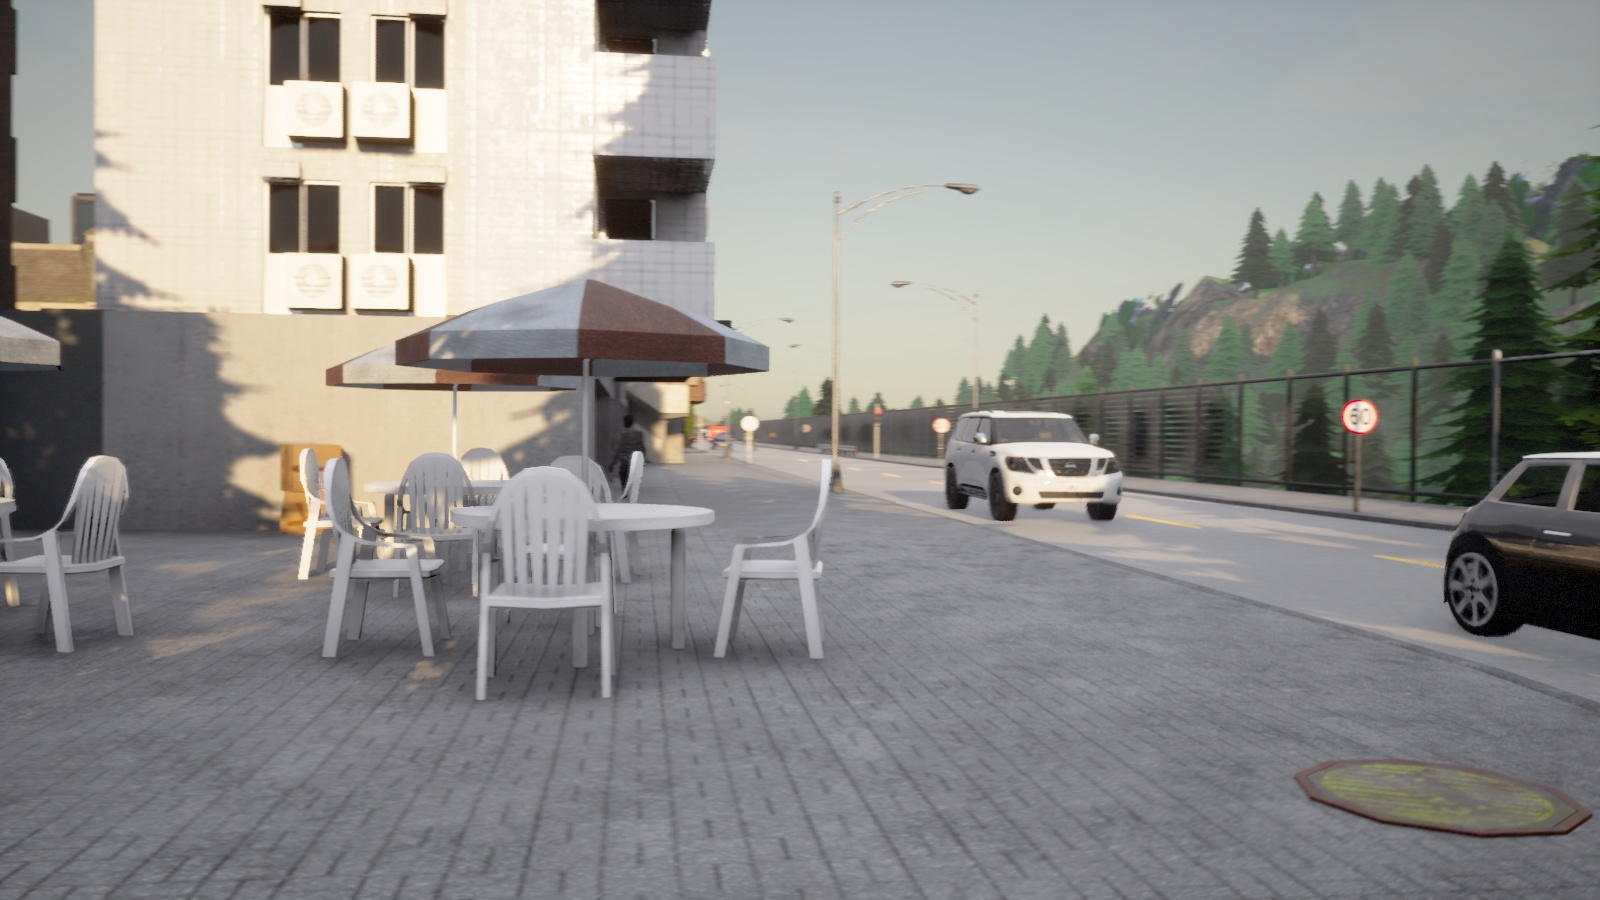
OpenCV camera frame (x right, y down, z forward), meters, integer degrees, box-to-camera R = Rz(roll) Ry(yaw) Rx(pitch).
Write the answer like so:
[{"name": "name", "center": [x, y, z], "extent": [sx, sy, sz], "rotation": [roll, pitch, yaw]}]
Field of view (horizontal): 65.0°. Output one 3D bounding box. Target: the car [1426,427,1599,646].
[{"name": "car", "center": [6.371, 0.573, 8.604], "extent": [1.970, 1.475, 3.806], "rotation": [-1, 1, -7]}]

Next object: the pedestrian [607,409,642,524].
[{"name": "pedestrian", "center": [-3.050, 0.275, 21.802], "extent": [0.423, 1.949, 0.788], "rotation": [-1, 1, -20]}]

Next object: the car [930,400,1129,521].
[{"name": "car", "center": [4.255, 0.143, 24.359], "extent": [2.150, 2.045, 5.566], "rotation": [-1, 1, -8]}]
